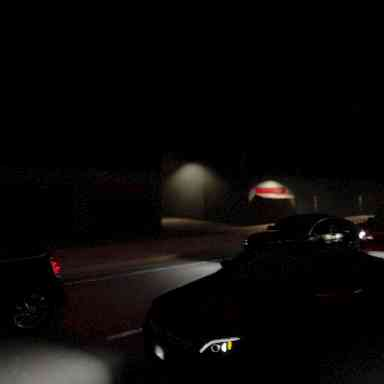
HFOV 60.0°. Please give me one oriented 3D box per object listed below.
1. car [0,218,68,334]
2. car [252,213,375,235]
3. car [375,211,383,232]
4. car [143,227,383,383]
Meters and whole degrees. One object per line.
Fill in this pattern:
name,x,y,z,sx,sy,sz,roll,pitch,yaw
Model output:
car,-4.443,1.352,5.120,4.553,1.767,2.097,0,0,-36
car,3.831,1.507,11.024,4.892,1.490,1.837,0,0,-35
car,8.965,1.528,14.573,4.674,1.442,1.812,0,0,-36
car,1.534,1.526,5.086,4.674,1.442,1.812,0,0,-36
